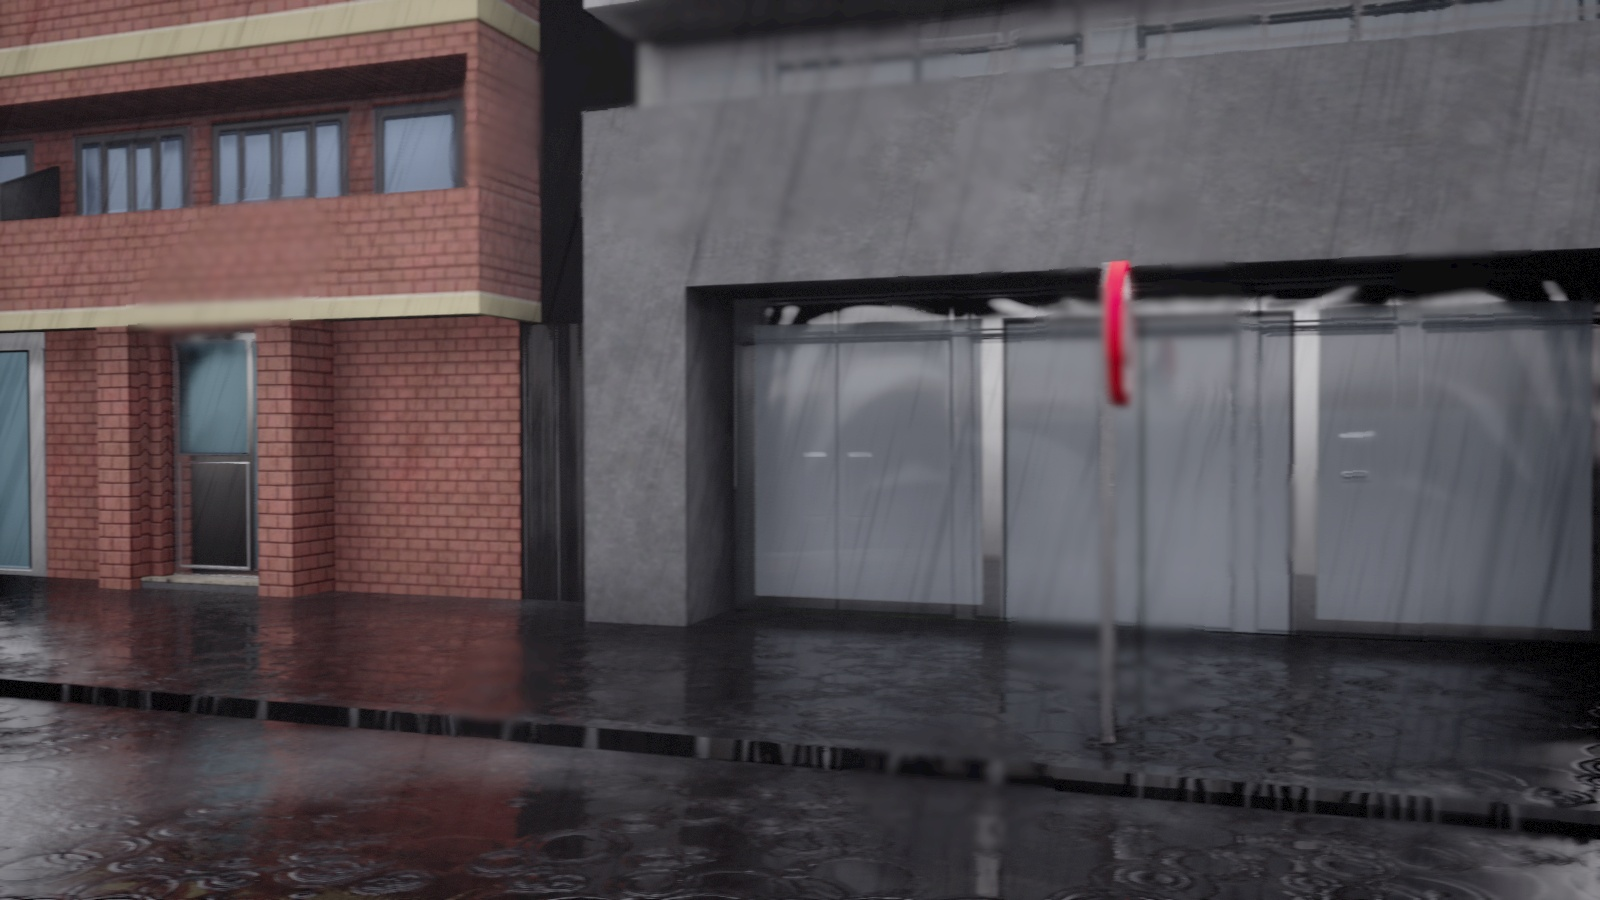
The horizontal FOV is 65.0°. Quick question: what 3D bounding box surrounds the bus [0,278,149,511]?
[{"bbox_3d":[-17.040,-1.002,21.877,3.944,4.253,10.273,1,1,18],"label":"bus"}]
